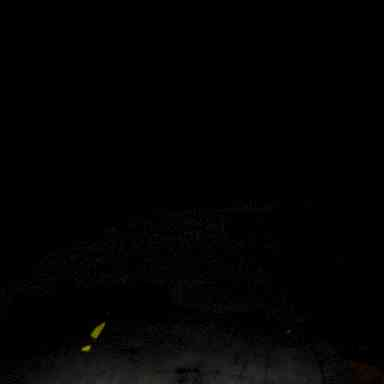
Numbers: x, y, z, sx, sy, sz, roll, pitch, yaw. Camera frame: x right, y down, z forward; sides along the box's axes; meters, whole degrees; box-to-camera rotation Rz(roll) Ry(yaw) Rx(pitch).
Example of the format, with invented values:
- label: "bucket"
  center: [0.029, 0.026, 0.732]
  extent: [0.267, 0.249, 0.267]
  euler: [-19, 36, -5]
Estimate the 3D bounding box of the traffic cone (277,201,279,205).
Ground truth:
- label: "traffic cone"
  center: [12.297, 1.590, 47.728]
  extent: [0.340, 0.580, 0.340]
  euler: [0, 1, -30]
